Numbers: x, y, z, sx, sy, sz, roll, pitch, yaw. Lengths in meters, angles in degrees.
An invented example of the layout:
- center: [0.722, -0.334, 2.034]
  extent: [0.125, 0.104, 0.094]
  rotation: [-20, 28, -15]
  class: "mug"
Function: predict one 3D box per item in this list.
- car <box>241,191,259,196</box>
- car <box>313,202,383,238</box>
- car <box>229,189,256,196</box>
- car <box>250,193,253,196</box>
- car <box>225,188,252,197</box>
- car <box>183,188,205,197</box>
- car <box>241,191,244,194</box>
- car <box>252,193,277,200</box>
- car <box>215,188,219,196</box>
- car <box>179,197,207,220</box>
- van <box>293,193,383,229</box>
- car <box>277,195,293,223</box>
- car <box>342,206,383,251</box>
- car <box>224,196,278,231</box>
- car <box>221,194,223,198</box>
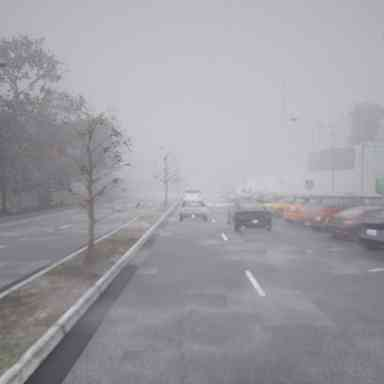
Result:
- center: [7.876, 0.978, 32.519]
  extent: [5.366, 1.575, 1.946]
  rotation: [0, 1, -20]
  class: "car"
- center: [8.055, 1.360, 14.687]
  extent: [4.674, 1.452, 2.002]
  rotation: [0, 1, -20]
  class: "car"
- center: [8.051, 0.768, 44.507]
  extent: [4.892, 1.521, 2.231]
  rotation: [0, 1, -20]
  class: "car"
- center: [8.077, 1.072, 29.616]
  extent: [4.792, 1.488, 2.163]
  rotation: [0, 1, -20]
  class: "car"
- center: [8.069, 0.467, 47.504]
  extent: [5.566, 2.045, 2.435]
  rotation: [0, 1, -20]
  class: "car"
- center: [0.074, 0.557, 41.025]
  extent: [2.150, 2.045, 5.566]
  rotation: [0, 1, 0]
  class: "car"
- center: [8.043, 0.965, 35.568]
  extent: [4.674, 1.452, 2.002]
  rotation: [0, 1, -20]
  class: "car"
- center: [7.879, 1.099, 26.554]
  extent: [5.366, 1.575, 1.946]
  rotation: [0, 2, -20]
  class: "car"
- center: [7.856, 0.462, 65.318]
  extent: [5.366, 1.575, 1.946]
  rotation: [1, 1, -20]
  class: "car"
- center: [0.085, 1.261, 24.136]
  extent: [1.895, 1.301, 4.718]
  rotation: [0, 1, 0]
  class: "car"
- center: [7.954, 1.048, 17.615]
  extent: [4.442, 1.987, 1.878]
  rotation: [0, 1, -20]
  class: "van"
- center: [8.029, 1.094, 20.643]
  extent: [4.553, 1.767, 2.185]
  rotation: [0, 1, -20]
  class: "car"
- center: [8.089, 1.396, 11.715]
  extent: [4.792, 1.488, 2.163]
  rotation: [1, 1, -20]
  class: "car"
- center: [3.088, 1.242, 18.647]
  extent: [1.882, 1.535, 5.008]
  rotation: [0, 1, 0]
  class: "car"
- center: [8.208, 0.585, 56.504]
  extent: [5.366, 1.575, 1.946]
  rotation: [1, 1, -20]
  class: "car"
